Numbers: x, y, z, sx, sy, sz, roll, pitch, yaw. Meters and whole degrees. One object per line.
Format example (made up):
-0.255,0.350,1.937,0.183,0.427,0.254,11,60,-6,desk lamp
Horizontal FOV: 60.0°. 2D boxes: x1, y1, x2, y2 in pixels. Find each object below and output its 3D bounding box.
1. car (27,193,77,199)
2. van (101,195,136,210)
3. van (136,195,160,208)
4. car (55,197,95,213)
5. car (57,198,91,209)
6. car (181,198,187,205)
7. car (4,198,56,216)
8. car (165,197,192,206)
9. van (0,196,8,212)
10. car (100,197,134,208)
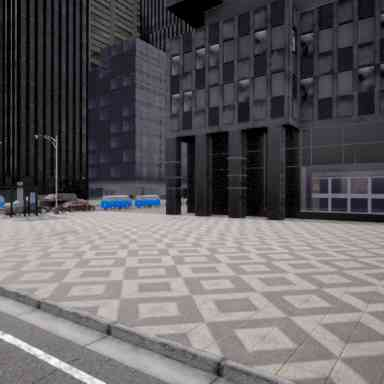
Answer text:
-16.646,1.198,40.925,2.150,2.045,5.566,0,0,36,car
-9.309,1.331,41.125,1.690,1.788,3.998,0,0,35,van
-6.014,1.329,45.748,1.690,1.788,3.998,0,0,35,van
-12.605,1.576,36.501,1.802,1.307,4.206,0,0,35,car
-16.253,1.548,46.072,1.802,1.307,4.206,0,0,35,car
0.575,1.568,54.995,1.802,1.307,4.206,0,0,35,car
-15.900,1.548,31.878,2.008,1.369,4.403,0,0,35,car
-2.217,1.580,55.664,1.895,1.301,4.718,0,0,35,car
-22.843,1.314,36.824,1.690,1.788,3.998,0,0,35,van
-10.952,1.476,48.902,1.837,1.490,4.892,0,0,36,car
